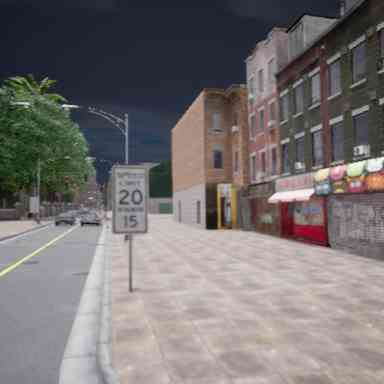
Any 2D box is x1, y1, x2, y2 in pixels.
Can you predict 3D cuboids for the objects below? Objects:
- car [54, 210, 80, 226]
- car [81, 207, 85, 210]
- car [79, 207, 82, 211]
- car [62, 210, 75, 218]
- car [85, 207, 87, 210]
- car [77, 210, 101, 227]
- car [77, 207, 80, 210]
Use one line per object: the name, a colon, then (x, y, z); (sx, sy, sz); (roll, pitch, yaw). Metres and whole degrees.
car: (-14.369, 3.074, 37.951); (2.033, 1.411, 5.357); (0, -2, -14)
car: (-29.193, 5.113, 85.374); (1.802, 1.307, 4.206); (1, -3, -14)
car: (-26.476, 4.644, 74.828); (1.947, 1.339, 4.313); (1, -3, -14)
car: (-23.881, 4.171, 64.550); (1.752, 1.417, 4.829); (1, -3, -14)
car: (-30.548, 5.077, 90.660); (2.192, 1.841, 5.009); (1, -3, -14)
car: (-11.182, 3.017, 36.666); (1.994, 1.385, 4.181); (0, -2, -13)
car: (-25.117, 4.406, 69.556); (2.008, 1.369, 4.403); (1, -3, -14)
